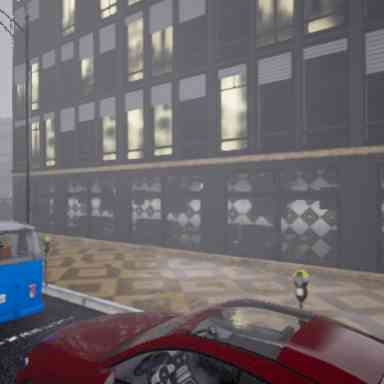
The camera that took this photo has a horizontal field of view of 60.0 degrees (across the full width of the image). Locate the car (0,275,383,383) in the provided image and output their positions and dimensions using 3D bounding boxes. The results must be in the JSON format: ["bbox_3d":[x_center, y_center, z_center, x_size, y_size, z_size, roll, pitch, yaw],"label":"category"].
[{"bbox_3d":[0.275,1.583,2.642,4.206,1.307,1.802,0,0,35],"label":"car"}]

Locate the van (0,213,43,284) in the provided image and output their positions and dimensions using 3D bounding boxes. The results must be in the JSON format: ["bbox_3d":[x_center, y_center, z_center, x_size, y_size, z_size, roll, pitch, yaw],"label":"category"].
[{"bbox_3d":[-4.358,1.348,5.943,3.998,1.788,1.690,0,0,35],"label":"van"}]

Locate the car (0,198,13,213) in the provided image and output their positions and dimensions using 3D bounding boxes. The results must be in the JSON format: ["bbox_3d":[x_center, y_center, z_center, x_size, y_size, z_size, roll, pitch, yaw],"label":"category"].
[{"bbox_3d":[-14.259,1.381,28.052,2.192,1.841,5.009,-1,-1,35],"label":"car"}]
